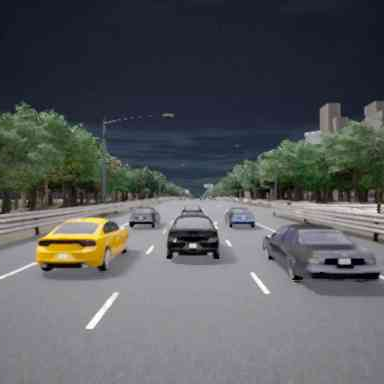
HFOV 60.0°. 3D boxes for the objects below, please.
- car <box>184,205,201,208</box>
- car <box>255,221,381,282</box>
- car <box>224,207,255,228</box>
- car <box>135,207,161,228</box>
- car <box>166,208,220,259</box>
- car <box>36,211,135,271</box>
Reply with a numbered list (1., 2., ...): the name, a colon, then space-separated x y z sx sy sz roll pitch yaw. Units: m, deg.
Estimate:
1. car: 0.048 1.817 27.315 2.128 1.511 4.902 0 -1 1
2. car: 3.527 1.674 10.161 2.033 1.411 5.357 0 -1 0
3. car: 3.529 1.850 25.127 2.033 1.411 5.357 0 -1 0
4. car: -3.471 1.850 25.131 2.033 1.411 5.357 0 -1 0
5. car: 0.056 1.645 13.482 1.882 1.535 5.008 0 0 1
6. car: -3.463 1.621 11.462 1.882 1.535 5.008 0 -1 0
